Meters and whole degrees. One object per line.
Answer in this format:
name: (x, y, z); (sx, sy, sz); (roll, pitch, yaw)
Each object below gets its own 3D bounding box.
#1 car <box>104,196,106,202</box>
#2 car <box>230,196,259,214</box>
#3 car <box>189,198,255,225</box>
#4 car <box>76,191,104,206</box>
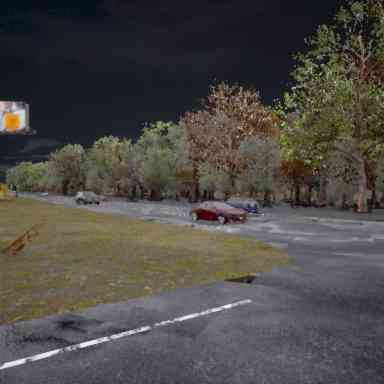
car: (-18.261, 1.169, 65.022); (1.994, 1.385, 4.181); (0, 0, -34)
car: (4.259, 1.207, 31.878); (2.097, 1.767, 4.553); (0, 0, -34)
car: (1.722, 1.371, 23.187); (1.882, 1.535, 5.008); (0, 0, -34)
car: (-15.009, 0.939, 47.677); (2.150, 2.045, 5.566); (0, 0, -35)
